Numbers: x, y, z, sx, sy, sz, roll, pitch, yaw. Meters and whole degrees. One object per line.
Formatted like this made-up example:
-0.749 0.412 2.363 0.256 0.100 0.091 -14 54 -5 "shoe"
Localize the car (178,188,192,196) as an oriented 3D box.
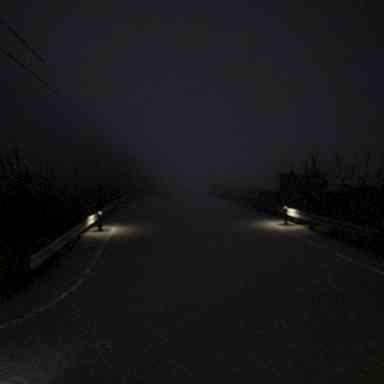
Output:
-1.154 -0.053 53.600 1.895 1.301 4.718 -1 0 -6 "car"
